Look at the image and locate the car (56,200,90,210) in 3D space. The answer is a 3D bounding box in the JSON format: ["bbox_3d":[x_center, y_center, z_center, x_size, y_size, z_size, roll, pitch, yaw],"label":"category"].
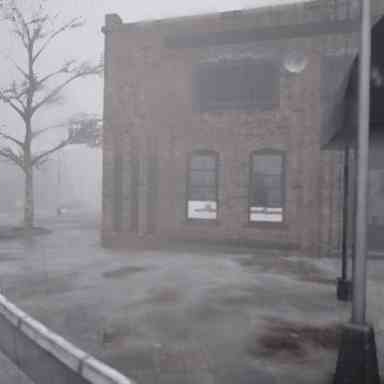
[{"bbox_3d":[-17.305,1.813,48.805,2.033,1.411,5.357,1,-1,21],"label":"car"}]
